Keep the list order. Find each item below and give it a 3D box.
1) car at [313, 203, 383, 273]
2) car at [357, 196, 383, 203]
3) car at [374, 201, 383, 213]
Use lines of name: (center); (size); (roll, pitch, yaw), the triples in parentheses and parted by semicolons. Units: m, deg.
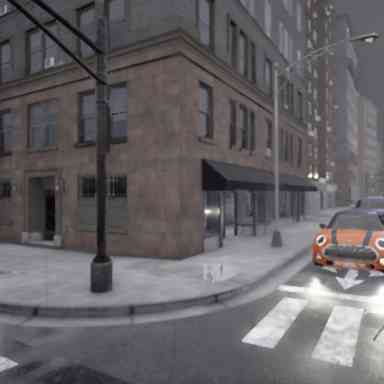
car: (5.476, 1.426, 11.102); (2.097, 1.767, 4.553); (0, 0, 31)
car: (11.390, 1.335, 20.916); (2.150, 2.045, 5.566); (0, 1, 31)
car: (23.148, 1.822, 40.166); (1.895, 1.301, 4.718); (0, -1, 32)
